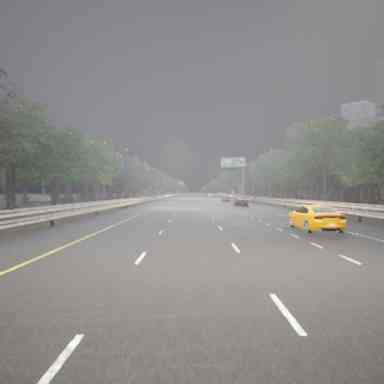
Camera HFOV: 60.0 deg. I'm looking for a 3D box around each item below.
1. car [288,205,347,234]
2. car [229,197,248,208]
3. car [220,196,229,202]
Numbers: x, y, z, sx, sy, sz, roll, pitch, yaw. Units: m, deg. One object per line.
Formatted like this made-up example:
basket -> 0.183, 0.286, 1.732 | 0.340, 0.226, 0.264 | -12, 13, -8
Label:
car -> 7.019, 1.482, 19.128 | 1.882, 1.535, 5.008 | 0, 0, 0
car -> 7.127, 1.488, 49.318 | 1.882, 1.535, 5.008 | 0, 0, 0
car -> 7.285, 1.542, 73.494 | 2.033, 1.411, 5.357 | 0, 0, 0
